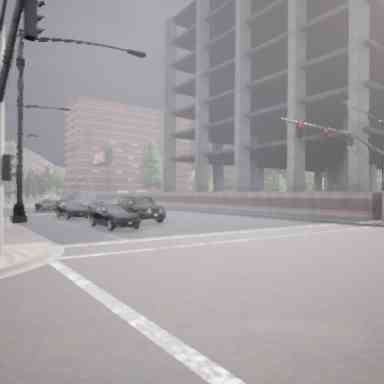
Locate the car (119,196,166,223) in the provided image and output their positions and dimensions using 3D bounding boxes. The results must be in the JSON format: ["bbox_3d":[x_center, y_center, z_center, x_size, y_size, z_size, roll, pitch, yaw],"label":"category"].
[{"bbox_3d":[-4.191,1.332,26.409,2.150,2.045,5.566,1,0,-35],"label":"car"}]

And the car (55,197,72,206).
[{"bbox_3d":[-23.366,1.648,60.259,1.837,1.490,4.892,1,-1,-35],"label":"car"}]

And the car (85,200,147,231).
[{"bbox_3d":[-5.060,1.555,21.563,1.882,1.535,5.008,1,0,-35],"label":"car"}]

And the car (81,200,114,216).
[{"bbox_3d":[-9.873,1.615,34.523,1.837,1.490,4.892,1,0,-35],"label":"car"}]

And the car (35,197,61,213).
[{"bbox_3d":[-16.670,1.583,38.147,1.837,1.490,4.892,1,0,-35],"label":"car"}]

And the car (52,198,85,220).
[{"bbox_3d":[-10.557,1.555,29.394,1.882,1.535,5.008,1,0,-35],"label":"car"}]
